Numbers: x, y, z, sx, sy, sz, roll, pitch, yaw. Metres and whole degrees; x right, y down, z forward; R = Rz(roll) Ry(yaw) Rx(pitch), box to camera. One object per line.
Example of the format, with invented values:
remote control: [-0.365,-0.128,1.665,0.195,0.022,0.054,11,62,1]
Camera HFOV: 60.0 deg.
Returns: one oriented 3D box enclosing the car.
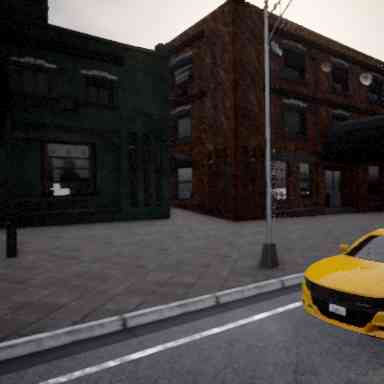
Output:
car: [4.173,1.453,6.358,5.008,1.535,1.882,0,0,-36]
